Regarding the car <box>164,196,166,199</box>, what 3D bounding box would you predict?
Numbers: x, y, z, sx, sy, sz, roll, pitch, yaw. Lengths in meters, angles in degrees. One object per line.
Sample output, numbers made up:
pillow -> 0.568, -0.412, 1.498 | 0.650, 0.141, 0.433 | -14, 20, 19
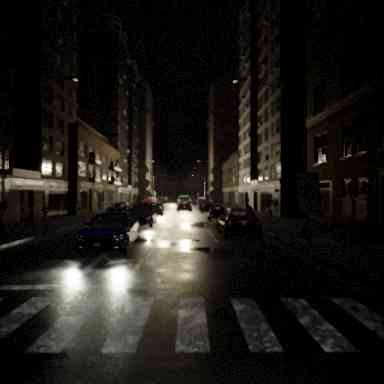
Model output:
car -> -7.409, 2.186, 74.447 | 1.802, 1.307, 4.206 | 0, -1, -1

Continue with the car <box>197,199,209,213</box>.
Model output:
car -> 1.935, 1.876, 40.714 | 1.802, 1.307, 4.206 | 0, -1, -1

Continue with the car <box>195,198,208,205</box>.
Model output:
car -> 1.797, 1.889, 46.367 | 1.887, 1.381, 4.507 | 0, -1, -1

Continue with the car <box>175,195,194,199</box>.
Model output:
car -> -1.229, 1.631, 53.407 | 2.150, 2.045, 5.566 | 0, -1, -1

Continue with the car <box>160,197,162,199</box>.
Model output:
car -> -7.136, 2.080, 63.137 | 1.802, 1.307, 4.206 | 0, -1, -1

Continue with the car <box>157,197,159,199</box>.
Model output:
car -> -6.863, 1.706, 51.831 | 2.192, 1.841, 5.009 | 0, -1, -1

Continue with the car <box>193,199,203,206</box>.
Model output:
car -> 1.251, 2.141, 68.979 | 1.802, 1.307, 4.206 | 0, -1, -1

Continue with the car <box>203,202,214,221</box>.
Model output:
car -> 2.209, 1.792, 29.412 | 1.802, 1.307, 4.206 | 0, 0, -1

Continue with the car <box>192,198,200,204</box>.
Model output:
car -> 0.974, 2.191, 80.456 | 1.752, 1.417, 4.829 | 0, -1, -1

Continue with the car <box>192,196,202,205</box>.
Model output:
car -> 1.114, 1.927, 74.634 | 2.192, 1.841, 5.009 | 0, -1, -1

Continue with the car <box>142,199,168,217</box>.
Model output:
car -> -3.858, 1.793, 35.089 | 2.033, 1.411, 5.357 | 0, 0, -1

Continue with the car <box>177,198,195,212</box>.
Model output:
car -> -0.987, 1.879, 43.375 | 1.994, 1.385, 4.181 | 0, -1, -1

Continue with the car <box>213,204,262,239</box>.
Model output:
car -> 2.483, 1.573, 18.106 | 1.967, 1.590, 4.097 | 0, 0, -1

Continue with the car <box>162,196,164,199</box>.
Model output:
car -> -7.269, 2.075, 68.623 | 1.752, 1.417, 4.829 | 0, -1, -1

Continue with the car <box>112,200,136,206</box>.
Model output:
car -> -6.314, 1.642, 29.215 | 1.967, 1.590, 4.097 | 0, 0, -1

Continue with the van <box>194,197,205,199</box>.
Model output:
van -> 1.660, 1.740, 52.022 | 1.690, 1.788, 3.998 | 0, -1, -1

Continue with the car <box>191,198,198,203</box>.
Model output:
car -> 0.705, 2.334, 91.591 | 1.947, 1.339, 4.313 | 0, -1, -1

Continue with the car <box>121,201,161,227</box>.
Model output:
car -> -3.609, 1.649, 24.326 | 1.882, 1.535, 5.008 | 0, 0, -1

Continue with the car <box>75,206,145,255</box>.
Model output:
car -> -3.365, 1.578, 14.078 | 1.882, 1.535, 5.008 | 0, 0, -1

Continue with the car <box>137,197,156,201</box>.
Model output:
car -> -6.726, 1.651, 46.176 | 2.192, 1.841, 5.009 | 0, -1, -1

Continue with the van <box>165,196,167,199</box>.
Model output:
van -> -7.546, 1.998, 80.104 | 1.690, 1.788, 3.998 | 0, -1, -1
